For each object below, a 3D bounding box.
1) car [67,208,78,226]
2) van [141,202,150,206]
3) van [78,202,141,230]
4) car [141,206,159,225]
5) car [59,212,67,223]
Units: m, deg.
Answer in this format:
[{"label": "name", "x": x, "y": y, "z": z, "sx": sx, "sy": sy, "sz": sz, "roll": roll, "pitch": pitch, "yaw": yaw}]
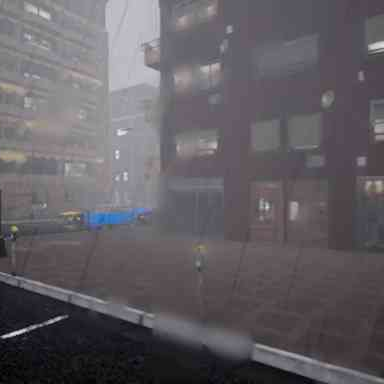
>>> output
[{"label": "car", "x": -7.549, "y": 2.050, "z": 27.151, "sx": 1.994, "sy": 1.385, "sz": 4.181, "roll": 0, "pitch": -1, "yaw": 35}, {"label": "van", "x": -6.579, "y": 2.037, "z": 38.585, "sx": 1.690, "sy": 1.788, "sz": 3.998, "roll": -2, "pitch": -2, "yaw": 35}, {"label": "van", "x": -6.020, "y": 1.796, "z": 24.664, "sx": 1.690, "sy": 1.788, "sz": 3.998, "roll": -2, "pitch": -2, "yaw": 35}, {"label": "car", "x": -2.949, "y": 2.128, "z": 29.273, "sx": 1.947, "sy": 1.339, "sz": 4.313, "roll": -2, "pitch": -2, "yaw": 35}, {"label": "car", "x": -9.468, "y": 1.997, "z": 30.012, "sx": 1.882, "sy": 1.535, "sz": 5.008, "roll": 0, "pitch": -1, "yaw": 35}]
